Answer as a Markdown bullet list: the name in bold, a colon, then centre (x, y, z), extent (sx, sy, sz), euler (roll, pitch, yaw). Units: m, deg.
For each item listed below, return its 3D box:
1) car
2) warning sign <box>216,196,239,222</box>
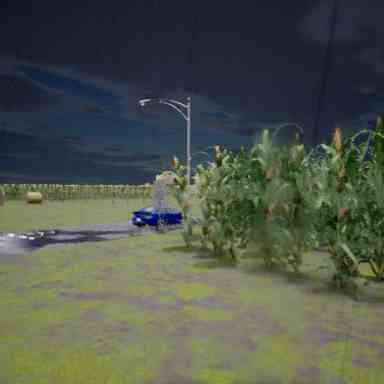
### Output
- **car**: centre (-1.824, 1.551, 22.183), extent (1.882, 1.535, 5.008), euler (1, 0, 35)
- **warning sign**: centre (2.628, 1.223, 24.464), extent (1.300, 1.860, 1.060), euler (1, 0, 34)
